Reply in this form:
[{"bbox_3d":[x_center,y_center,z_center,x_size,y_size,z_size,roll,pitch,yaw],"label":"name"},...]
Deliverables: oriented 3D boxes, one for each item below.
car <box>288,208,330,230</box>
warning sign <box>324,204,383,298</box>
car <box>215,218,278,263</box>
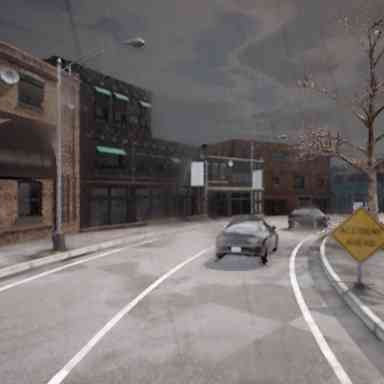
[{"bbox_3d":[8.890,1.971,25.187,1.837,1.490,4.892,0,-1,40],"label":"car"},{"bbox_3d":[3.731,1.239,7.381,1.300,1.860,1.060,1,0,12],"label":"warning sign"},{"bbox_3d":[2.234,1.739,13.001,1.812,1.442,4.674,0,-1,20],"label":"car"}]
